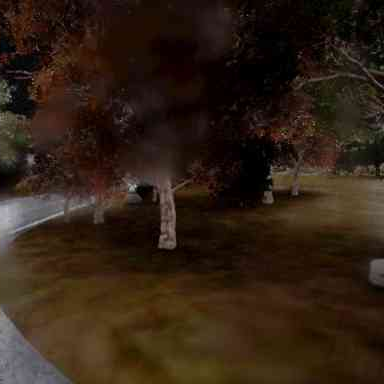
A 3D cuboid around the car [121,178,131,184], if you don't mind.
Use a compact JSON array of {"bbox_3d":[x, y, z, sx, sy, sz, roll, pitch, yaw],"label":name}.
[{"bbox_3d":[-13.322,-2.317,66.907,1.837,1.490,4.892,0,4,3],"label":"car"}]
